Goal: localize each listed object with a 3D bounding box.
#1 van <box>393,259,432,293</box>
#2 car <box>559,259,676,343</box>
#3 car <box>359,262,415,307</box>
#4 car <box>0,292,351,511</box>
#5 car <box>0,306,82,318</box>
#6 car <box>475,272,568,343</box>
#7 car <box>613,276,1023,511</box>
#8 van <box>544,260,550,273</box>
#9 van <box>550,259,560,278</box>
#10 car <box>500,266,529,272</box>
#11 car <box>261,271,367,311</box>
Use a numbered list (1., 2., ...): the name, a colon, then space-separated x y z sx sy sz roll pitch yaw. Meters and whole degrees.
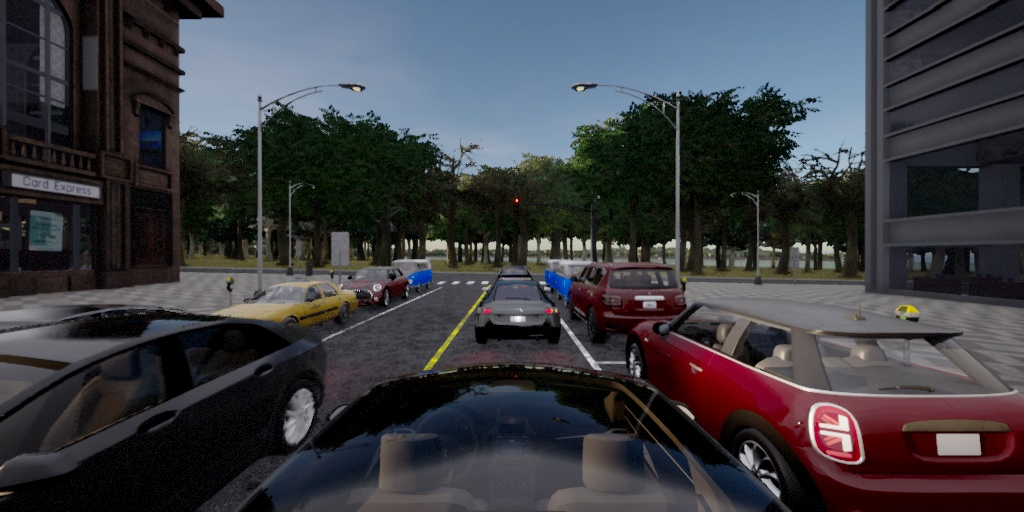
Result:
1. van: -5.728 1.082 20.487 1.690 1.789 3.998 0 0 0
2. car: 2.776 1.061 9.596 2.192 1.841 5.009 0 0 0
3. car: -5.739 1.183 15.049 1.967 1.591 4.097 0 0 0
4. car: -3.092 1.254 2.307 1.837 1.490 4.892 0 0 0
5. car: -5.759 1.314 4.174 1.948 1.339 4.313 0 0 0
6. car: 0.118 1.310 9.644 1.994 1.385 4.181 0 0 0
7. car: 2.766 1.188 4.158 1.967 1.591 4.097 0 0 0
8. van: 2.797 1.082 20.471 1.690 1.789 3.998 0 0 0
9. van: 2.787 1.084 15.033 1.690 1.789 3.998 0 0 0
10. car: 0.132 1.234 18.525 2.128 1.511 4.902 0 0 0
11. car: -5.749 1.271 9.442 1.751 1.417 4.829 0 0 0
